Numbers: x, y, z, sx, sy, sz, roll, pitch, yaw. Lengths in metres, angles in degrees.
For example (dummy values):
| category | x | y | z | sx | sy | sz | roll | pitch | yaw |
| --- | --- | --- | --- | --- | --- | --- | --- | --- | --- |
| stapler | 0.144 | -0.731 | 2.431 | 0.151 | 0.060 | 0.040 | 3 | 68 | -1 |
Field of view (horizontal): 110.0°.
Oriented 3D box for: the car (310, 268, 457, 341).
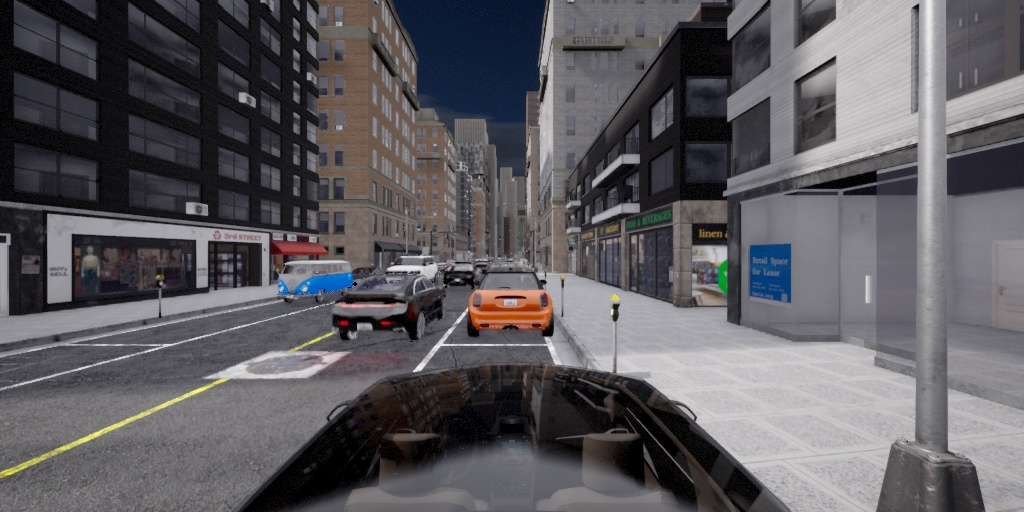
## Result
| category | x | y | z | sx | sy | sz | roll | pitch | yaw |
| --- | --- | --- | --- | --- | --- | --- | --- | --- | --- |
| car | -3.047 | 1.243 | 9.836 | 2.128 | 1.511 | 4.902 | 0 | 0 | 0 |

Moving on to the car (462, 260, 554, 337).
| category | x | y | z | sx | sy | sz | roll | pitch | yaw |
| --- | --- | --- | --- | --- | --- | --- | --- | --- | --- |
| car | -0.033 | 1.103 | 10.470 | 2.097 | 1.767 | 4.553 | 0 | 0 | 0 |

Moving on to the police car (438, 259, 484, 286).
| category | x | y | z | sx | sy | sz | roll | pitch | yaw |
| --- | --- | --- | --- | --- | --- | --- | --- | --- | --- |
| police car | -3.145 | 1.177 | 23.308 | 1.930 | 1.638 | 5.238 | 0 | 0 | 0 |

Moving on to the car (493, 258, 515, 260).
| category | x | y | z | sx | sy | sz | roll | pitch | yaw |
| --- | --- | --- | --- | --- | --- | --- | --- | --- | --- |
| car | -0.288 | 1.193 | 27.330 | 1.967 | 1.591 | 4.097 | 0 | 0 | 0 |

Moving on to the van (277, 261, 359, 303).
| category | x | y | z | sx | sy | sz | roll | pitch | yaw |
| --- | --- | --- | --- | --- | --- | --- | --- | --- | --- |
| van | -8.813 | 1.092 | 16.328 | 1.690 | 1.789 | 3.998 | 0 | 0 | 0 |

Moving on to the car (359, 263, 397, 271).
| category | x | y | z | sx | sy | sz | roll | pitch | yaw |
| --- | --- | --- | --- | --- | --- | --- | --- | --- | --- |
| car | -8.813 | 1.318 | 21.829 | 1.948 | 1.339 | 4.313 | 0 | 0 | 0 |

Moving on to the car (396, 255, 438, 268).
| category | x | y | z | sx | sy | sz | roll | pitch | yaw |
| --- | --- | --- | --- | --- | --- | --- | --- | --- | --- |
| car | -6.256 | 0.973 | 22.864 | 2.150 | 2.045 | 5.566 | 0 | 0 | 0 |

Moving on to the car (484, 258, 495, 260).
| category | x | y | z | sx | sy | sz | roll | pitch | yaw |
| --- | --- | --- | --- | --- | --- | --- | --- | --- | --- |
| car | -3.048 | 1.263 | 37.591 | 1.837 | 1.490 | 4.892 | 0 | 0 | 0 |
